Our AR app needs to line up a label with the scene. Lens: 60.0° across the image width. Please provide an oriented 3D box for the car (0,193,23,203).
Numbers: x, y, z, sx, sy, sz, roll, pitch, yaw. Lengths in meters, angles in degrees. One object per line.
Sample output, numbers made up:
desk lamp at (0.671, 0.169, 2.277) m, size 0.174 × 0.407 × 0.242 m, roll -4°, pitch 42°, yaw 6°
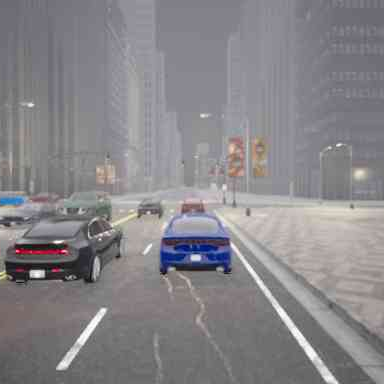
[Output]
car at (-26.322, 0.850, 46.439) m, size 4.313 × 1.339 × 1.947 m, roll 1°, pitch 1°, yaw 0°

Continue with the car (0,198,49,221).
car at (-9.771, 1.325, 20.809) m, size 2.033 × 1.411 × 5.357 m, roll 0°, pitch 1°, yaw 0°

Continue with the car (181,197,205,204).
car at (0.077, 1.184, 27.569) m, size 1.882 × 1.535 × 5.008 m, roll 0°, pitch 1°, yaw 0°

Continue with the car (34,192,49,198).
car at (-20.698, 0.774, 46.426) m, size 4.097 × 1.590 × 1.967 m, roll 1°, pitch 1°, yaw 0°

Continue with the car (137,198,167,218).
car at (-3.176, 1.221, 26.632) m, size 1.837 × 1.490 × 4.892 m, roll 0°, pitch 0°, yaw 0°

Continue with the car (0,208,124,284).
car at (-3.158, 1.403, 9.203) m, size 1.837 × 1.490 × 4.892 m, roll 0°, pitch 0°, yaw 0°

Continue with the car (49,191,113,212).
car at (-6.520, 0.985, 20.803) m, size 2.150 × 2.045 × 5.566 m, roll 0°, pitch 0°, yaw 0°

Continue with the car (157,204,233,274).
car at (0.091, 1.365, 10.255) m, size 1.882 × 1.535 × 5.008 m, roll 0°, pitch 1°, yaw 0°

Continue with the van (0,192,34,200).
van at (-20.716, 0.829, 37.901) m, size 3.998 × 1.788 × 1.690 m, roll 1°, pitch 1°, yaw 0°
